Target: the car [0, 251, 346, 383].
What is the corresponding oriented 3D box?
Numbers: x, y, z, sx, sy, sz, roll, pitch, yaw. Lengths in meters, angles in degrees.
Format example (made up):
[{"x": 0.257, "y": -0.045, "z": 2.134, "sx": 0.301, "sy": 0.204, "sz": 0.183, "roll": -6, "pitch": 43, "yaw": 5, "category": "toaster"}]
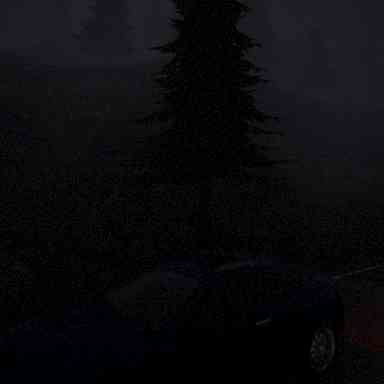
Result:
[{"x": 0.015, "y": 1.526, "z": 4.009, "sx": 4.674, "sy": 1.442, "sz": 1.812, "roll": 0, "pitch": 0, "yaw": -36, "category": "car"}]
